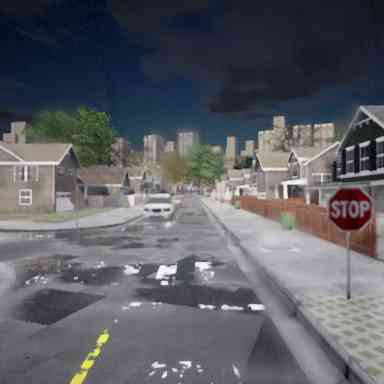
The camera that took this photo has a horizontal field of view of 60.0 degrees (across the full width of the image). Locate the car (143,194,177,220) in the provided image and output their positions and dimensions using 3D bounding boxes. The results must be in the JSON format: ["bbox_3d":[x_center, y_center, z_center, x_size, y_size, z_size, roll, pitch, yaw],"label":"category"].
[{"bbox_3d":[-2.641,1.255,27.482,2.150,2.045,5.566,0,2,0],"label":"car"}]

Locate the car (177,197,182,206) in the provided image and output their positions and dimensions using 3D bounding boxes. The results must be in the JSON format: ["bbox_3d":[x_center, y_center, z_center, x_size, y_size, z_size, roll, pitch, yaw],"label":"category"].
[{"bbox_3d":[-2.548,1.436,50.638,1.895,1.301,4.718,0,0,0],"label":"car"}]
